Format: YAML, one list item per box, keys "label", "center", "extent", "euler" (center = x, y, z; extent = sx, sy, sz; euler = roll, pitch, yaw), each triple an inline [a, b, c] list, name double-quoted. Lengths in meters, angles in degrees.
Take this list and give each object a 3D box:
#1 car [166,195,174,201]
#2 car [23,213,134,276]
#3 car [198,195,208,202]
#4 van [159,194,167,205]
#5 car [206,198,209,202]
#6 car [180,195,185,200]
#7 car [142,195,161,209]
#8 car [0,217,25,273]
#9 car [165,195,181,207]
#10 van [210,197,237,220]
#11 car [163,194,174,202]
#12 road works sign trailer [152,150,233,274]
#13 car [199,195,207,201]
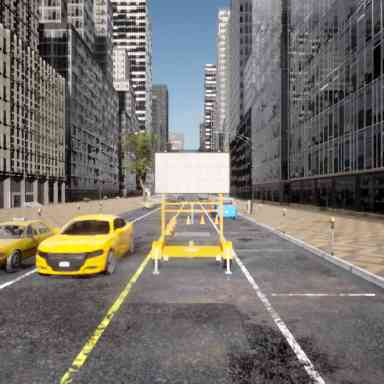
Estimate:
- label: "car"
  center: [-5.613, 1.541, 84.360]
  extent: [1.752, 1.417, 4.829]
  euler: [0, 0, 0]
- label: "car"
  center: [-3.092, 1.478, 10.565]
  extent: [1.882, 1.535, 5.008]
  euler: [0, 0, 0]
- label: "car"
  center: [2.757, 1.563, 73.185]
  extent: [2.008, 1.369, 4.403]
  euler: [0, 0, 0]
- label: "van"
  center: [-5.640, 1.350, 56.191]
  extent: [1.690, 1.788, 3.998]
  euler: [0, 0, 0]
- label: "car"
  center: [2.719, 1.529, 33.679]
  extent: [1.752, 1.417, 4.829]
  euler: [0, 0, 0]
- label: "car"
  center: [-2.915, 1.565, 90.091]
  extent: [2.033, 1.411, 5.357]
  euler: [0, 0, 0]
- label: "car"
  center: [-5.651, 1.531, 44.684]
  extent: [1.752, 1.417, 4.829]
  euler: [0, 0, 0]
- label: "car"
  center: [-5.683, 1.526, 10.677]
  extent: [1.752, 1.417, 4.829]
  euler: [0, 0, 0]
- label: "car"
  center: [-3.050, 1.608, 50.752]
  extent: [1.895, 1.301, 4.718]
  euler: [0, 0, 0]
- label: "van"
  center: [2.713, 1.343, 27.841]
  extent: [1.690, 1.788, 3.998]
  euler: [0, 0, 0]
- label: "car"
  center: [-5.618, 1.329, 78.862]
  extent: [2.192, 1.841, 5.009]
  euler: [0, 0, 0]
- label: "road works sign trailer"
  center: [0.009, 0.464, 10.577]
  extent: [2.380, 3.560, 2.880]
  euler: [0, 0, 0]
- label: "car"
  center: [2.768, 1.561, 84.521]
  extent: [1.887, 1.381, 4.507]
  euler: [0, 0, 0]
